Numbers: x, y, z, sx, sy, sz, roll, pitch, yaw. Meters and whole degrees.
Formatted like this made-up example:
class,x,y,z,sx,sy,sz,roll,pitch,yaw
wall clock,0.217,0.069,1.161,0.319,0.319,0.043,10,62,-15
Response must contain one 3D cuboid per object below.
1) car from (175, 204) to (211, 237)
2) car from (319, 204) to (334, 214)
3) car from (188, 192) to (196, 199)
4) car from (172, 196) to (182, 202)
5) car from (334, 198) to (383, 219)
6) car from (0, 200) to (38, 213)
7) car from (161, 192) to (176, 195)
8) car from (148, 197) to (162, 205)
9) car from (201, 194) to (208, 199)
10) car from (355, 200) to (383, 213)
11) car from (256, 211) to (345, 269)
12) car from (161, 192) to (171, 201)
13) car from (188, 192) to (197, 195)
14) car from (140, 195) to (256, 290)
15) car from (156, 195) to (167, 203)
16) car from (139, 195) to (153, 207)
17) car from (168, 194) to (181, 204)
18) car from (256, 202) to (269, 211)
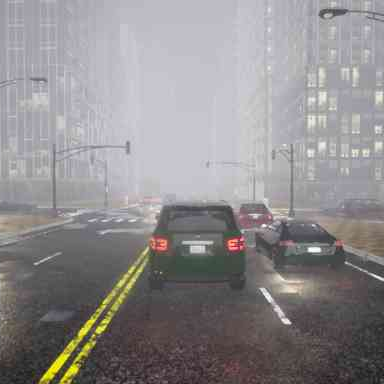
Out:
class,x,y,z,sx,sy,sz,roll,pitch,yaw
car,0.119,1.515,18.900,1.812,1.442,4.674,0,0,2
car,16.766,1.660,36.224,5.357,1.411,2.033,0,1,1
car,0.110,0.963,91.704,2.150,2.045,5.566,0,0,0
car,-3.165,1.532,71.635,1.895,1.301,4.718,0,0,0
car,16.237,1.517,30.448,5.009,1.841,2.192,1,0,1
car,-18.241,1.453,33.642,4.718,1.301,1.895,1,1,1
car,-3.301,1.183,51.771,2.150,2.045,5.566,0,0,-1
car,-6.501,1.554,59.083,1.895,1.301,4.718,0,0,0
car,3.360,1.216,91.670,1.882,1.535,5.008,0,0,0
car,21.856,1.641,38.728,4.829,1.417,1.752,1,0,1
car,3.363,1.558,11.148,1.994,1.385,4.181,0,0,0
car,-6.401,1.136,83.547,2.150,2.045,5.566,0,0,0
car,0.098,1.439,81.675,1.812,1.442,4.674,0,0,0
car,0.113,1.217,9.218,2.150,2.045,5.566,0,0,0
car,-6.417,1.417,69.609,1.882,1.535,5.008,0,0,0
car,-6.563,1.316,49.986,2.097,1.767,4.553,0,0,1
car,-3.240,1.302,61.582,2.097,1.767,4.553,0,0,0
car,3.373,1.341,19.762,2.097,1.767,4.553,0,0,0
